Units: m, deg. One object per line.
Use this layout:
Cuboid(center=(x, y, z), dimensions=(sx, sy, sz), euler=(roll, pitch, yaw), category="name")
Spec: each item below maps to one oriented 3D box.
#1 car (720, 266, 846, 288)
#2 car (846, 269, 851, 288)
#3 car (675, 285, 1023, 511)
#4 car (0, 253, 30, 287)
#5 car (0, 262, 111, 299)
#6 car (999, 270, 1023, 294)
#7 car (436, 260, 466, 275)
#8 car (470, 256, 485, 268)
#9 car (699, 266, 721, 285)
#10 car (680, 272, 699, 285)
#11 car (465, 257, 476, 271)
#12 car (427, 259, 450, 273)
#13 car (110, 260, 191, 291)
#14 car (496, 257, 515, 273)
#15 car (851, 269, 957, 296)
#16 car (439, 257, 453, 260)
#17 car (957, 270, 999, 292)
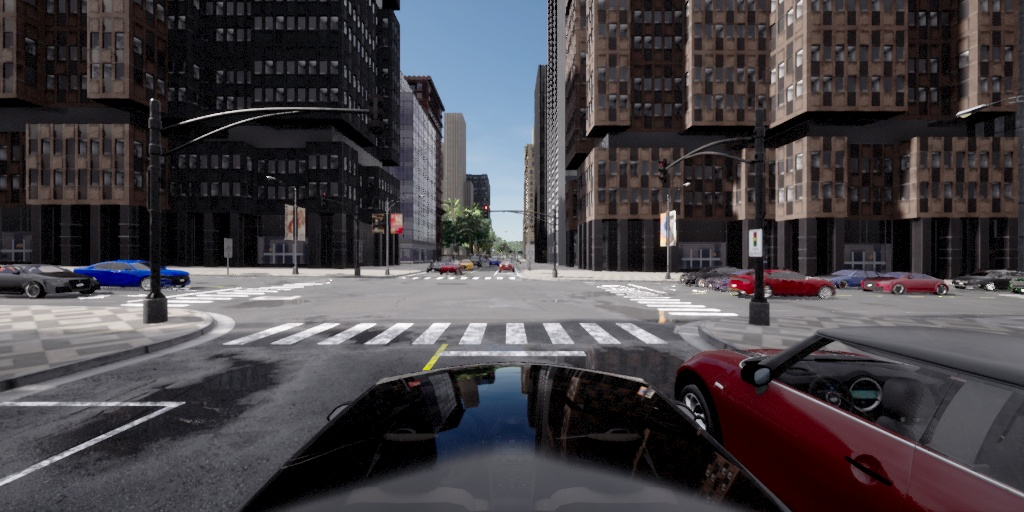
Cuboid(center=(14.255, 1.459, 19.048), dimensions=(5.008, 1.535, 1.882), euler=(1, 0, 0), category="car")
Cuboid(center=(24.678, 1.671, 25.824), dimensions=(5.357, 1.411, 2.033), euler=(1, 0, 0), category="car")
Cuboid(center=(2.763, 1.190, 2.403), dimensions=(1.967, 1.591, 4.097), euler=(0, 0, 0), category="car")
Cuboid(center=(-28.950, 0.721, 18.780), dimensions=(4.553, 1.767, 2.097), euler=(1, 0, 0), category="car")
Cuboid(center=(-20.774, 1.052, 15.583), dimensions=(4.181, 1.385, 1.994), euler=(1, 0, 0), category="car")
Cuboid(center=(34.599, 1.624, 22.603), dimensions=(4.553, 1.767, 2.097), euler=(1, 0, 1), category="car")
Cuboid(center=(-6.482, 1.344, 38.563), dimensions=(1.895, 1.301, 4.718), euler=(0, 0, 1), category="car")
Cuboid(center=(-6.568, 1.017, 63.059), dimensions=(2.150, 2.045, 5.566), euler=(0, 0, 2), category="car")
Cuboid(center=(15.116, 1.537, 22.511), dimensions=(5.357, 1.411, 2.033), euler=(1, 0, 0), category="car")
Cuboid(center=(14.724, 1.457, 25.758), dimensions=(5.008, 1.535, 1.882), euler=(1, 0, -1), category="car")
Cuboid(center=(-6.529, 1.245, 50.074), dimensions=(1.882, 1.535, 5.008), euler=(0, 0, 0), category="car")
Cuboid(center=(-9.153, 1.320, 43.735), dimensions=(1.948, 1.339, 4.313), euler=(0, 0, 0), category="car")
Cuboid(center=(-19.838, 0.975, 18.837), dimensions=(5.008, 1.535, 1.882), euler=(1, 0, 0), category="car")
Cuboid(center=(-0.628, 1.194, 43.792), dimensions=(1.967, 1.591, 4.097), euler=(0, 0, 0), category="car")
Cuboid(center=(24.522, 1.689, 22.559), dimensions=(4.181, 1.385, 1.994), euler=(1, 0, 0), category="car")
Cuboid(center=(-9.191, 1.080, 49.161), dimensions=(2.192, 1.841, 5.009), euler=(0, 0, 0), category="car")
Cuboid(center=(34.829, 1.777, 25.875), dimensions=(4.892, 1.490, 1.837), euler=(1, 0, 0), category="car")
